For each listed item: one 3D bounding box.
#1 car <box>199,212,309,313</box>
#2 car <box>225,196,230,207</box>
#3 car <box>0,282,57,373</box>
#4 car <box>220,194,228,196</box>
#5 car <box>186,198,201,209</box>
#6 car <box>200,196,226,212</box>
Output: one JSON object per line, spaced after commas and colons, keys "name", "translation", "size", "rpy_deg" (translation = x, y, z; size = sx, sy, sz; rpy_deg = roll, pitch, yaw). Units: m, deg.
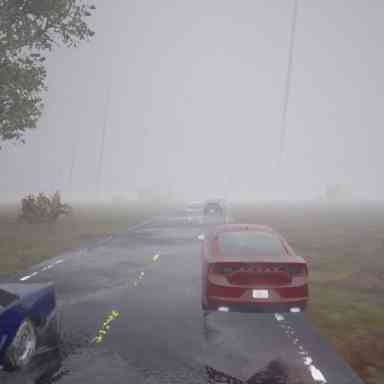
{"name": "car", "translation": [1.171, 1.478, 7.792], "size": [1.882, 1.535, 5.008], "rpy_deg": [0, 0, 2]}
{"name": "car", "translation": [3.933, 1.578, 46.430], "size": [1.895, 1.301, 4.718], "rpy_deg": [0, 0, 11]}
{"name": "car", "translation": [-3.041, 1.601, 2.894], "size": [1.895, 1.301, 4.718], "rpy_deg": [0, 0, 1]}
{"name": "car", "translation": [7.116, 1.296, 74.744], "size": [2.097, 1.767, 4.553], "rpy_deg": [0, 0, 15]}
{"name": "car", "translation": [0.593, 1.506, 44.849], "size": [1.812, 1.442, 4.674], "rpy_deg": [0, 0, 9]}
{"name": "car", "translation": [2.299, 1.493, 34.543], "size": [1.837, 1.490, 4.892], "rpy_deg": [0, 0, 8]}
